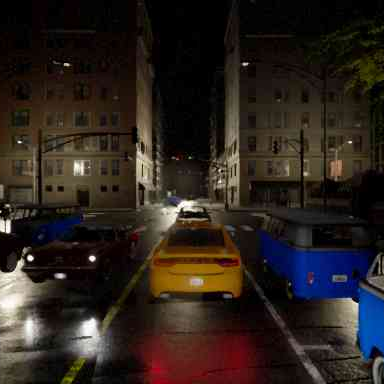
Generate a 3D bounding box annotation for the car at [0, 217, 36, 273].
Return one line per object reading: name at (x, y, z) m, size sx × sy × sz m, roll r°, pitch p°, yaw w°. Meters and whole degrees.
car at (-5.822, 1.544, 7.940) m, size 1.887 × 1.381 × 4.507 m, roll 0°, pitch 0°, yaw 0°

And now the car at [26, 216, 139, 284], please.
car at (-2.913, 1.600, 9.755) m, size 1.895 × 1.301 × 4.718 m, roll 0°, pitch 0°, yaw 2°

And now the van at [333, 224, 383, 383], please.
van at (2.679, 1.341, 2.255) m, size 1.690 × 1.788 × 3.998 m, roll 0°, pitch 0°, yaw 0°

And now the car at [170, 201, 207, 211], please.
car at (0.075, 1.486, 17.919) m, size 2.128 × 1.511 × 4.902 m, roll 0°, pitch 0°, yaw 0°

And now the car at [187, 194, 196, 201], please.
car at (-0.227, 1.340, 79.387) m, size 2.097 × 1.767 × 4.553 m, roll 0°, pitch 0°, yaw -1°

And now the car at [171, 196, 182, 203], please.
car at (-3.141, 1.522, 69.651) m, size 2.033 × 1.411 × 5.357 m, roll 0°, pitch 0°, yaw -1°

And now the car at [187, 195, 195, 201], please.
car at (-0.313, 1.584, 89.168) m, size 1.895 × 1.301 × 4.718 m, roll 0°, pitch 0°, yaw -1°

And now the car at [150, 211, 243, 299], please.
car at (0.114, 1.477, 8.500) m, size 1.882 × 1.535 × 5.008 m, roll 0°, pitch 0°, yaw 1°

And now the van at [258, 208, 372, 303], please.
van at (2.704, 1.340, 7.912) m, size 1.690 × 1.788 × 3.998 m, roll 0°, pitch 0°, yaw 0°

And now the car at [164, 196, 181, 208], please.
car at (-3.050, 1.463, 48.878) m, size 1.882 × 1.535 × 5.008 m, roll 0°, pitch 0°, yaw 0°

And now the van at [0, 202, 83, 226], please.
van at (-5.796, 1.338, 13.600) m, size 1.690 × 1.788 × 3.998 m, roll 0°, pitch 0°, yaw 0°
